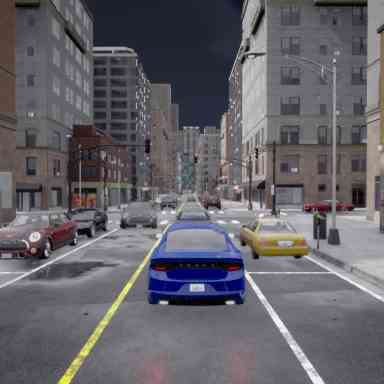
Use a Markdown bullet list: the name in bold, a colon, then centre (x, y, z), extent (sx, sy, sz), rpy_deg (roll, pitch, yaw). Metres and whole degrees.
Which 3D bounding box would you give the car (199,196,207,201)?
- **car**: centre (2.726, 1.633, 83.699), extent (1.947, 1.339, 4.313), rpy_deg (-1, 0, 0)

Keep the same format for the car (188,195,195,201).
- **car**: centre (-0.134, 1.537, 84.480), extent (1.895, 1.301, 4.718), rpy_deg (0, 0, 0)

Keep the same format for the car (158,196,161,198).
- **car**: centre (-5.748, 1.601, 44.585), extent (1.947, 1.339, 4.313), rpy_deg (-1, 0, 0)

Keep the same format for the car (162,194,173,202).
- **car**: centre (-5.803, 1.379, 78.101), extent (2.192, 1.841, 5.009), rpy_deg (-1, 0, 0)

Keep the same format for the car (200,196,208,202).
- **car**: centre (2.733, 1.590, 78.284), extent (1.752, 1.417, 4.829), rpy_deg (-1, 0, 0)

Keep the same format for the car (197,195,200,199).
- **car**: centre (2.745, 1.372, 66.942), extent (2.192, 1.841, 5.009), rpy_deg (-1, 0, 0)

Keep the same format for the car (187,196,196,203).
- **car**: centre (-0.117, 1.579, 74.028), extent (2.128, 1.511, 4.902), rpy_deg (0, 0, 0)

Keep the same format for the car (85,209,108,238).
- **car**: centre (-5.705, 1.571, 17.712), extent (1.947, 1.339, 4.313), rpy_deg (-1, 0, 0)

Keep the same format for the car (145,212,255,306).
- **car**: centre (0.084, 1.478, 8.135), extent (1.882, 1.535, 5.008), rpy_deg (0, 0, 0)

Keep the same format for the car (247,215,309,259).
- **car**: centre (2.828, 1.527, 12.400), extent (1.752, 1.417, 4.829), rpy_deg (-1, 0, 0)

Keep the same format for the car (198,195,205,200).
- **car**: centre (2.711, 1.623, 94.871), extent (2.008, 1.369, 4.403), rpy_deg (-1, 0, 0)

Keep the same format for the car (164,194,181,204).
- **car**: centre (-3.175, 1.552, 55.229), extent (1.837, 1.490, 4.892), rpy_deg (0, 0, 0)

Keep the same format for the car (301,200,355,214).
- **car**: centre (13.307, 1.458, 32.857), extent (4.718, 1.301, 1.895), rpy_deg (-1, 1, -1)

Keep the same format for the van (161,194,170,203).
- **van**: centre (-5.794, 1.402, 72.515), extent (1.690, 1.788, 3.998), rpy_deg (-1, 0, 0)

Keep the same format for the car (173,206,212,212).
- **car**: centre (0.073, 1.605, 17.498), extent (1.895, 1.301, 4.718), rpy_deg (0, 0, 0)

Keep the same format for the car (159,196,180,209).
- **car**: centre (-3.167, 1.584, 45.331), extent (2.033, 1.411, 5.357), rpy_deg (0, 0, 0)

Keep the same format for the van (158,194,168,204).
- **van**: centre (-5.785, 1.398, 66.929), extent (1.690, 1.788, 3.998), rpy_deg (-1, 0, 0)

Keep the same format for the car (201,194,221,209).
- **car**: centre (2.775, 1.350, 44.598), extent (2.192, 1.841, 5.009), rpy_deg (-1, 0, 0)

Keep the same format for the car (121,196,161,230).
- **car**: centre (-3.306, 1.359, 21.325), extent (2.097, 1.767, 4.553), rpy_deg (0, 0, -8)

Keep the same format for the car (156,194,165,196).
- **car**: centre (-5.765, 1.572, 55.587), extent (1.752, 1.417, 4.829), rpy_deg (-1, 0, 0)

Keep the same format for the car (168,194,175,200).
- **car**: centre (-5.828, 1.513, 94.857), extent (1.967, 1.590, 4.097), rpy_deg (-1, 0, 0)

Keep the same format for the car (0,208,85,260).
- **car**: centre (-5.697, 1.442, 12.215), extent (1.967, 1.590, 4.097), rpy_deg (-1, 0, 0)
